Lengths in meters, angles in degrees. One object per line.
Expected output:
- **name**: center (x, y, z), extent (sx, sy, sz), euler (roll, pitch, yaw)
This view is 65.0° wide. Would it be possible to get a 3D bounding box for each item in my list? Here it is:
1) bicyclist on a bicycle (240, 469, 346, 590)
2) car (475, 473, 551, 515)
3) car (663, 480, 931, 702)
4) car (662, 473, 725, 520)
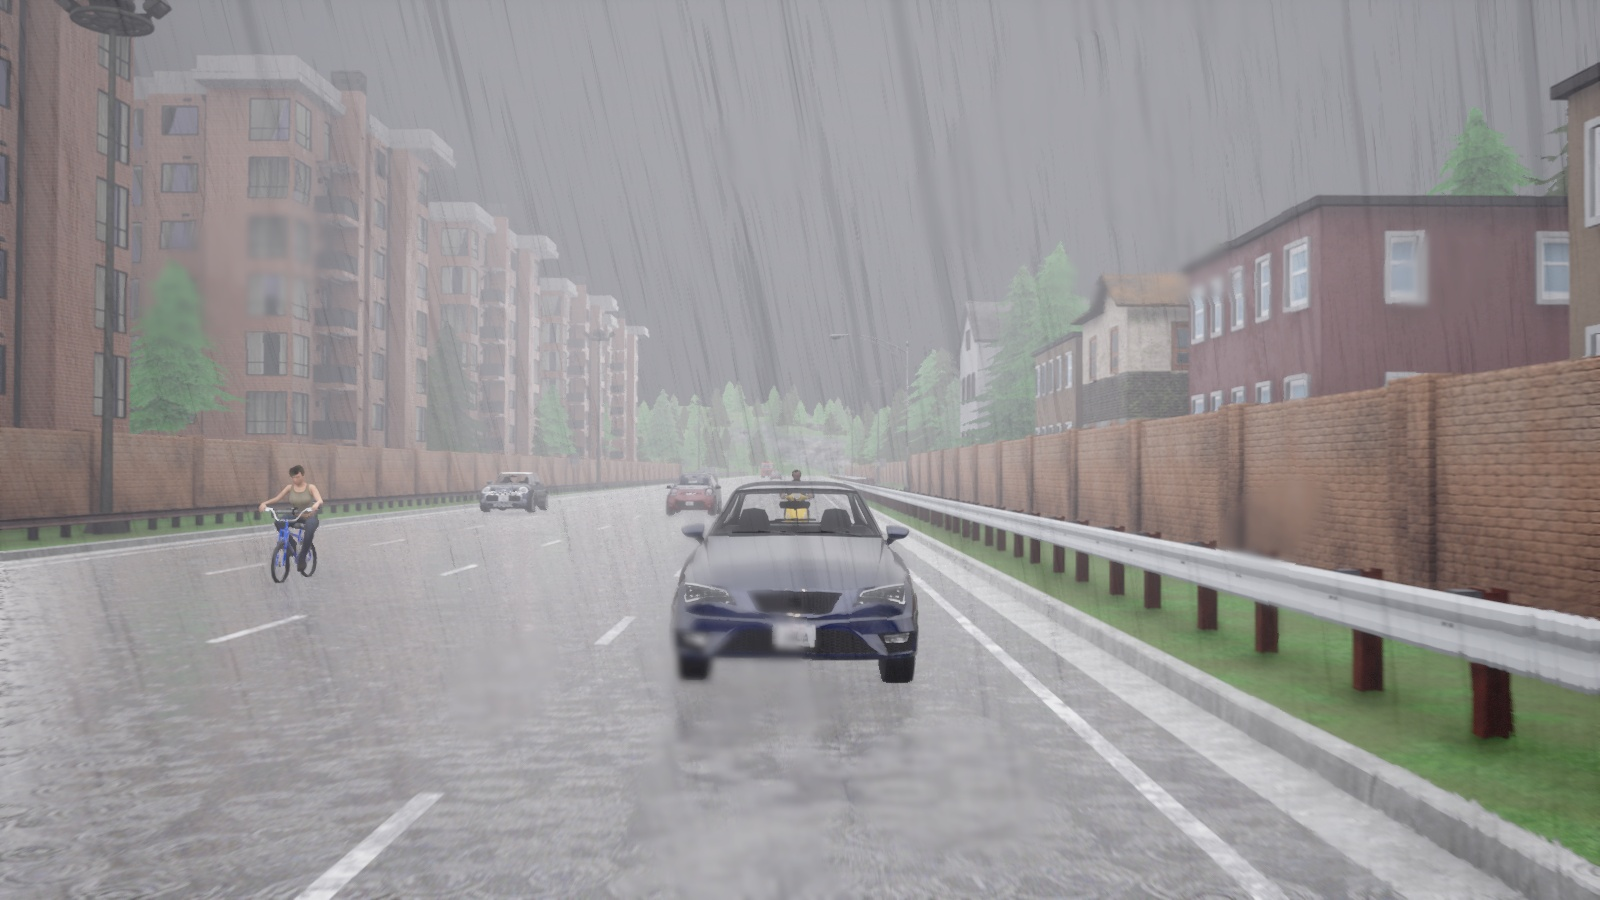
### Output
- **bicyclist on a bicycle**: center (-7.038, 1.072, 17.511), extent (0.866, 1.612, 1.509), euler (0, -1, 0)
- **car**: center (-10.613, 1.604, 46.697), extent (1.970, 1.475, 3.806), euler (0, -1, 0)
- **car**: center (-0.026, 1.006, 10.628), extent (1.816, 1.474, 4.193), euler (0, -1, 0)
- **car**: center (-3.604, 1.564, 43.096), extent (1.845, 1.501, 3.633), euler (0, -1, 0)
